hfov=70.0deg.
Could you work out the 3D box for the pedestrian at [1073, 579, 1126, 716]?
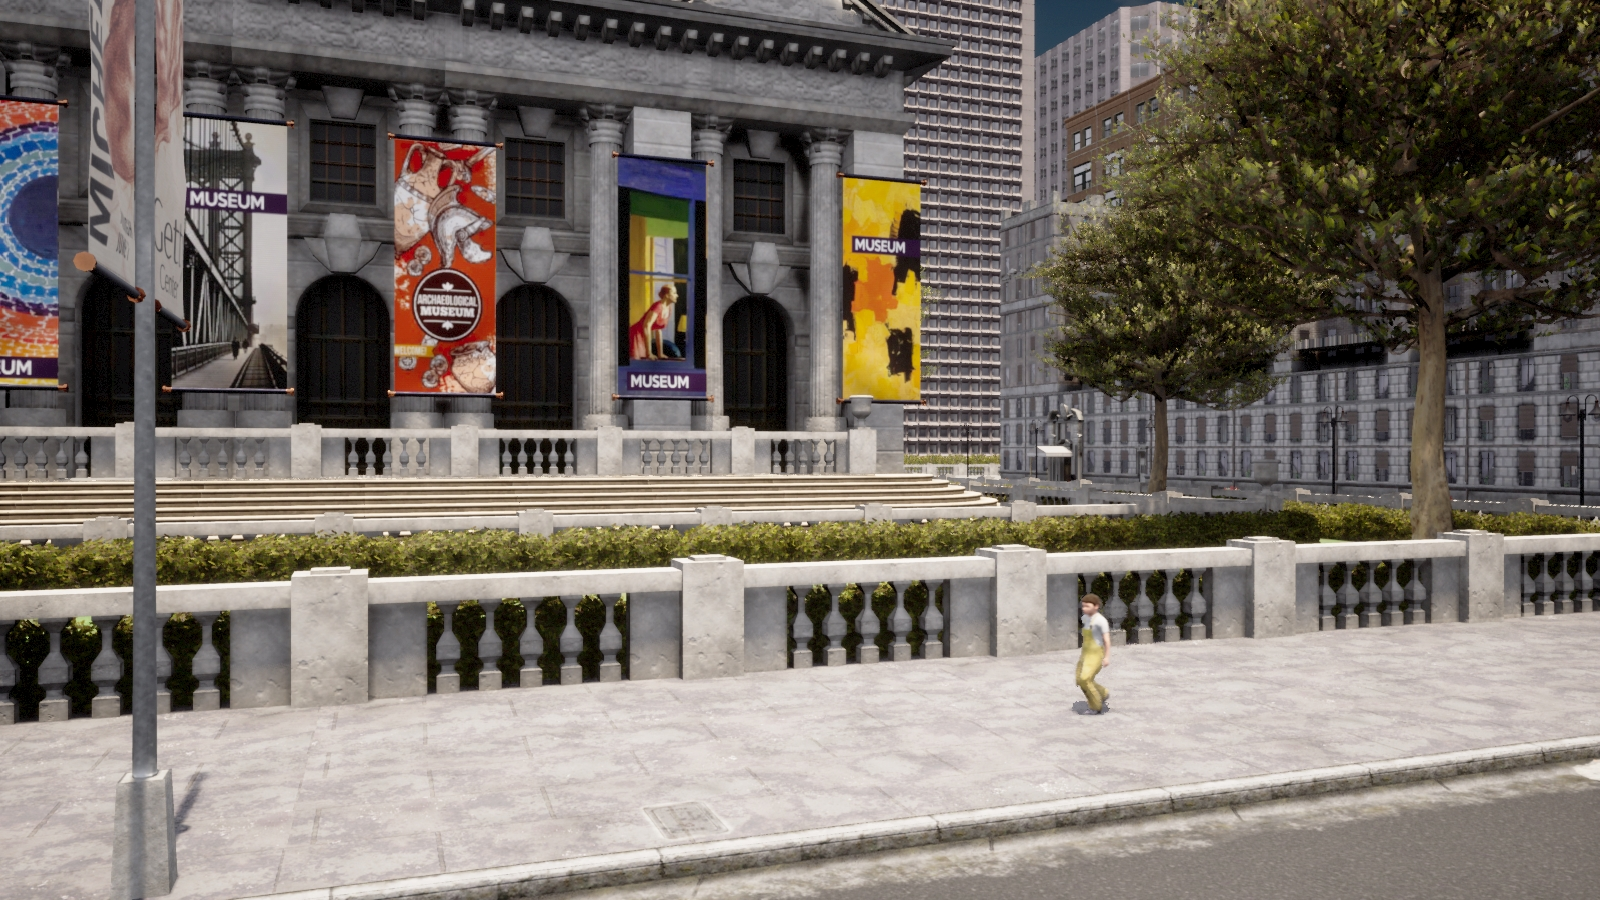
[{"bbox_3d":[3.018,1.979,11.519,0.375,1.300,0.375,0,0,-20],"label":"pedestrian"}]
